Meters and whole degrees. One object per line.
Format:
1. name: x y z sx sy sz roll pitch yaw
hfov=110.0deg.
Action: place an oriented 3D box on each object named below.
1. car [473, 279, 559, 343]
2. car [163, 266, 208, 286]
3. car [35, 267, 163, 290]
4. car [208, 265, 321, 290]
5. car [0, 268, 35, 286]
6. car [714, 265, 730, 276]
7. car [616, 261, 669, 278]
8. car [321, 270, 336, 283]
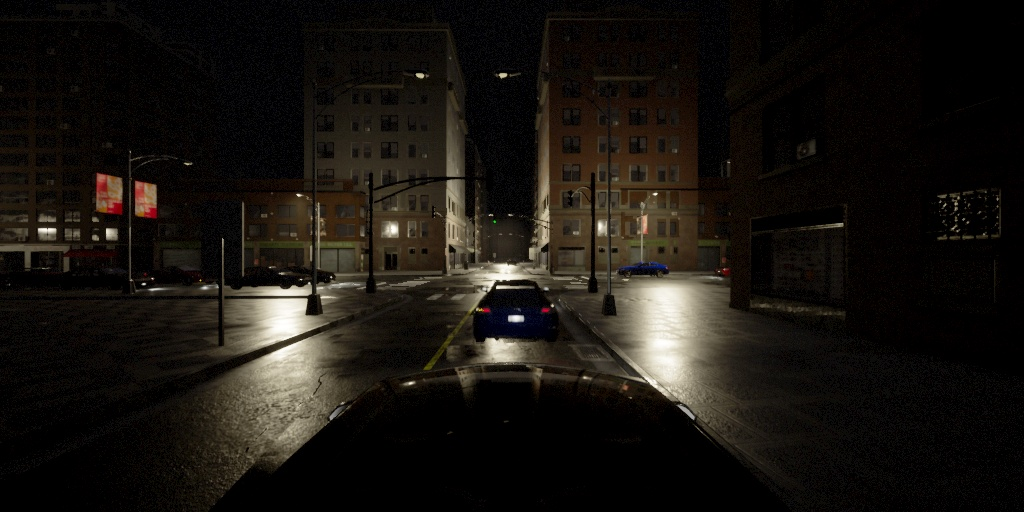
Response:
1. car: 0.095 1.314 9.719 1.994 1.385 4.181 0 0 0
2. car: -23.824 1.399 25.832 4.181 1.385 1.994 0 0 -1
3. car: -25.837 1.390 22.578 5.357 1.411 2.033 0 0 0
4. car: -15.457 1.350 22.626 5.357 1.411 2.033 0 0 0
5. car: -33.716 1.469 25.794 4.718 1.301 1.895 0 0 0
6. car: 20.899 1.225 32.746 4.181 1.385 1.994 0 0 0
7. car: 11.860 1.218 32.707 4.674 1.442 1.812 0 0 0
8. car: -15.043 1.365 25.876 4.181 1.385 1.994 0 0 0
